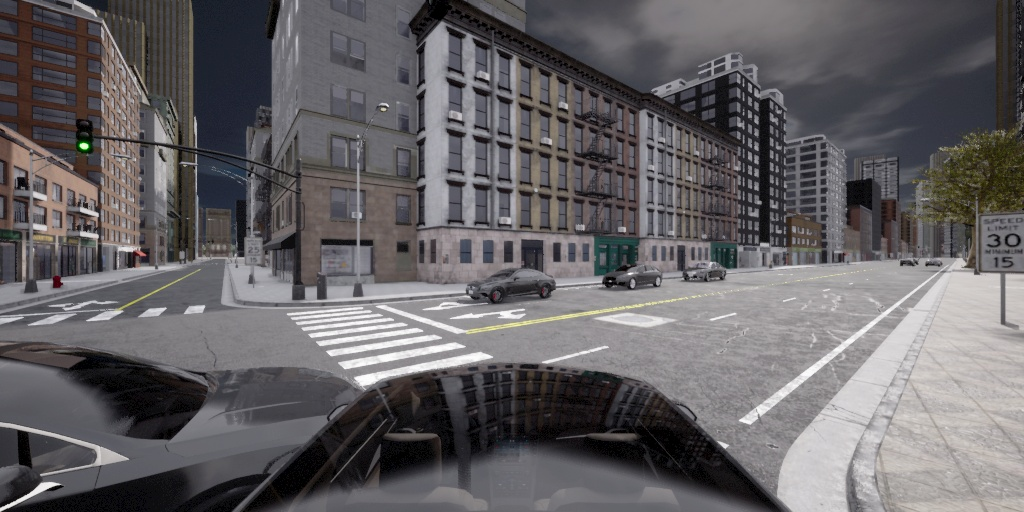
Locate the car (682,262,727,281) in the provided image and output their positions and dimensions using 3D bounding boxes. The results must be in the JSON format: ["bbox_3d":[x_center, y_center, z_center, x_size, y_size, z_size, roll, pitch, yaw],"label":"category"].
[{"bbox_3d":[15.834,1.237,29.413,4.902,1.511,2.128,0,0,-38],"label":"car"}]

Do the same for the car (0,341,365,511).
[{"bbox_3d":[-3.212,1.257,1.856,4.892,1.490,1.837,0,0,-34],"label":"car"}]

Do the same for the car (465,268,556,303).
[{"bbox_3d":[0.059,1.287,16.809,4.674,1.442,1.812,0,0,-39],"label":"car"}]

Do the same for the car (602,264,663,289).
[{"bbox_3d":[7.787,1.259,22.989,4.892,1.490,1.837,0,0,-39],"label":"car"}]
